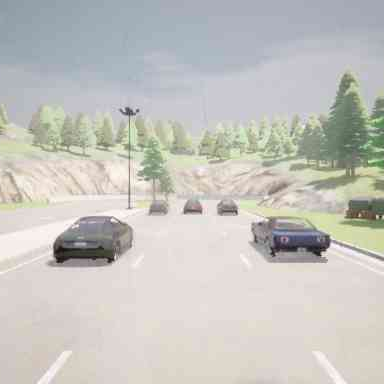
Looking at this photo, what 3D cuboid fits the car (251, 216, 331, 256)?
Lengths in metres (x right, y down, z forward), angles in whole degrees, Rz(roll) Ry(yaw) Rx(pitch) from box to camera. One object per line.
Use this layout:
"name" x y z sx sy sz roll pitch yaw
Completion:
"car" 3.605 1.601 13.095 1.895 1.301 4.718 0 0 0

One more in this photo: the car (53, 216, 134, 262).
"car" -3.396 1.564 12.149 1.994 1.385 4.181 0 0 0

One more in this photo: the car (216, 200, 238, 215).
"car" 3.609 1.547 34.384 2.033 1.411 5.357 0 0 0

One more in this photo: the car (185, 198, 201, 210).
"car" 0.165 1.547 44.499 2.033 1.411 5.357 0 0 1

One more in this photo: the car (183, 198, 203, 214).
"car" 0.108 1.564 35.253 1.994 1.385 4.181 0 0 0

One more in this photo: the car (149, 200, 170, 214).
"car" -3.391 1.547 35.051 2.033 1.411 5.357 0 0 0
